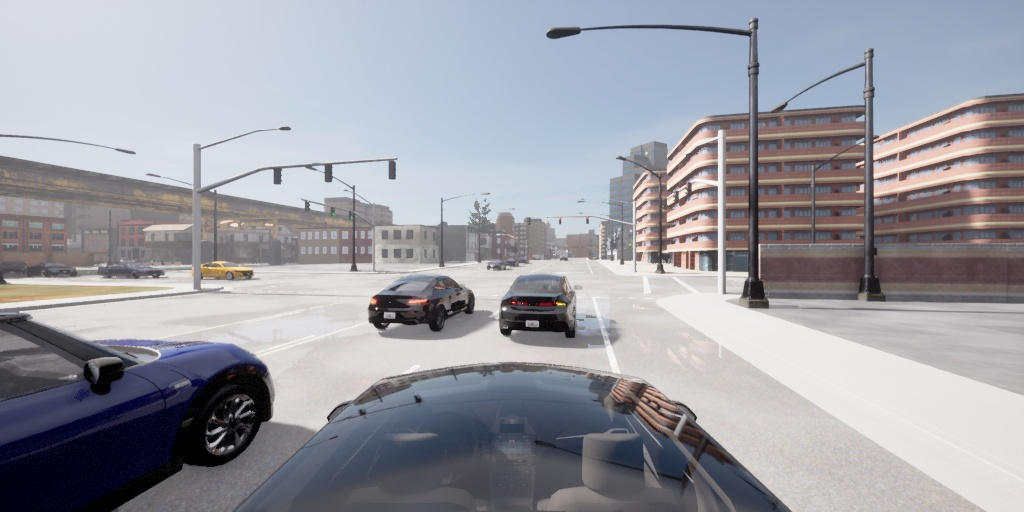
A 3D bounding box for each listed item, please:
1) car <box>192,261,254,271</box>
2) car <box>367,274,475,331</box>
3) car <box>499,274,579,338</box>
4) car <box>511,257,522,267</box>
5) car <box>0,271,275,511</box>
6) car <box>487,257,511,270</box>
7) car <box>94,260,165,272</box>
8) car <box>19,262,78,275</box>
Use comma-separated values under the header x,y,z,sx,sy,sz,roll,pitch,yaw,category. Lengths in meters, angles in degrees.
x,y,z,sx,sy,sz,roll,pitch,yaw,category
-24.608,1.228,30.581,5.008,1.535,1.882,0,0,10,car
-2.540,1.276,10.953,1.812,1.442,4.674,0,0,11,car
0.906,1.255,10.314,1.837,1.490,4.892,0,0,11,car
-0.104,0.944,58.126,1.882,1.535,5.008,0,1,11,car
-3.859,1.103,2.175,2.097,1.767,4.553,0,0,6,car
-2.047,1.106,48.090,2.128,1.511,4.902,0,1,11,car
-34.267,1.297,32.211,5.357,1.411,2.033,0,0,9,car
-43.986,1.314,34.241,4.181,1.385,1.994,0,0,15,car
